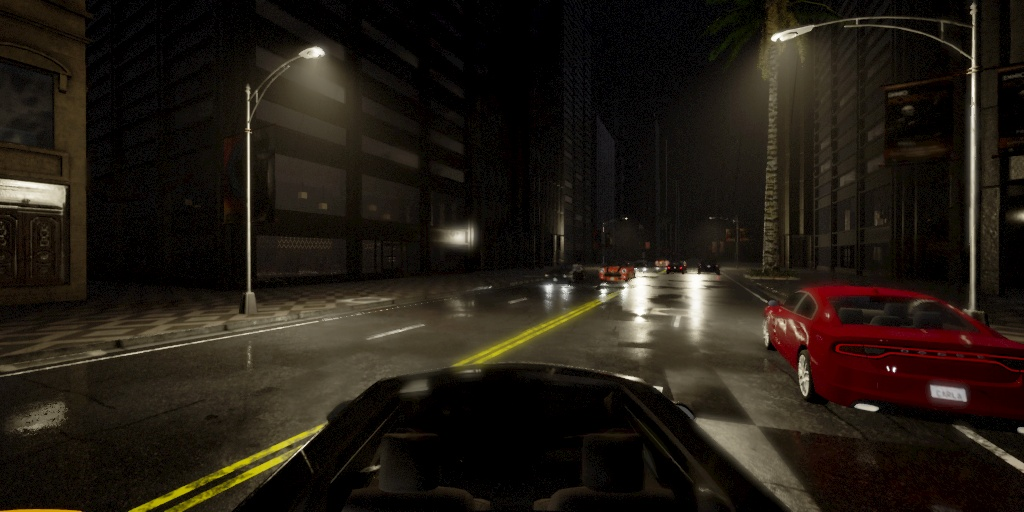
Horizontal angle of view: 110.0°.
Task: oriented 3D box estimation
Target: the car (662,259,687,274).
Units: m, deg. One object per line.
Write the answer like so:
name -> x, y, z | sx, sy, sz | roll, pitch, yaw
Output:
car -> 18.607, 1.317, 40.708 | 2.033, 1.411, 5.357 | 0, 0, 27

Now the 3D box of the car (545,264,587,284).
car -> 4.280, 1.305, 27.469 | 2.033, 1.411, 5.357 | 0, 0, 27

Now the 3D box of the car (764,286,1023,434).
car -> 5.508, 1.228, 5.796 | 1.882, 1.535, 5.008 | 0, 0, 27

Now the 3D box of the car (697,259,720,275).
car -> 21.734, 1.123, 39.700 | 2.097, 1.767, 4.553 | 0, 0, 27

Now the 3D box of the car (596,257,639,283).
car -> 8.399, 1.111, 28.373 | 2.097, 1.767, 4.553 | 0, 0, 27
